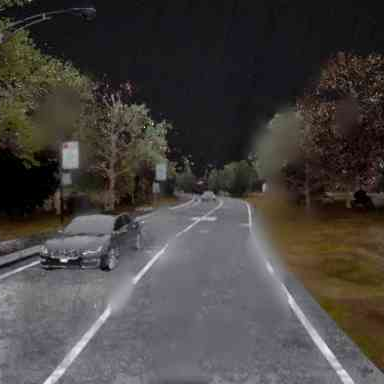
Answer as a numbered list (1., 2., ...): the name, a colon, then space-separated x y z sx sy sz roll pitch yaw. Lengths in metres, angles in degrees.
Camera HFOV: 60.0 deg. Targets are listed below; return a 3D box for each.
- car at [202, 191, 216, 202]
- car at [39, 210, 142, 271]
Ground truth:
1. car: 2.686 0.639 52.456 2.097 1.767 4.553 0 1 4
2. car: -2.949 1.409 10.680 1.837 1.490 4.892 0 1 6
